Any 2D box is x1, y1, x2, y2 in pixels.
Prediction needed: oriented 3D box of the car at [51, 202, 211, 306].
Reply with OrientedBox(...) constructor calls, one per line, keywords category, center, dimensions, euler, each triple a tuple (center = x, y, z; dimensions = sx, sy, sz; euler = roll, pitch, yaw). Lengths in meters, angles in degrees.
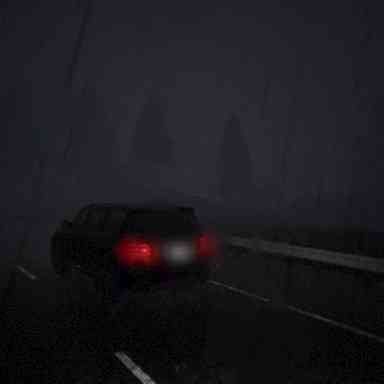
OrientedBox(category="car", center=(-1.871, 1.284, 8.558), dimensions=(2.150, 2.045, 5.566), euler=(0, -1, -38))
